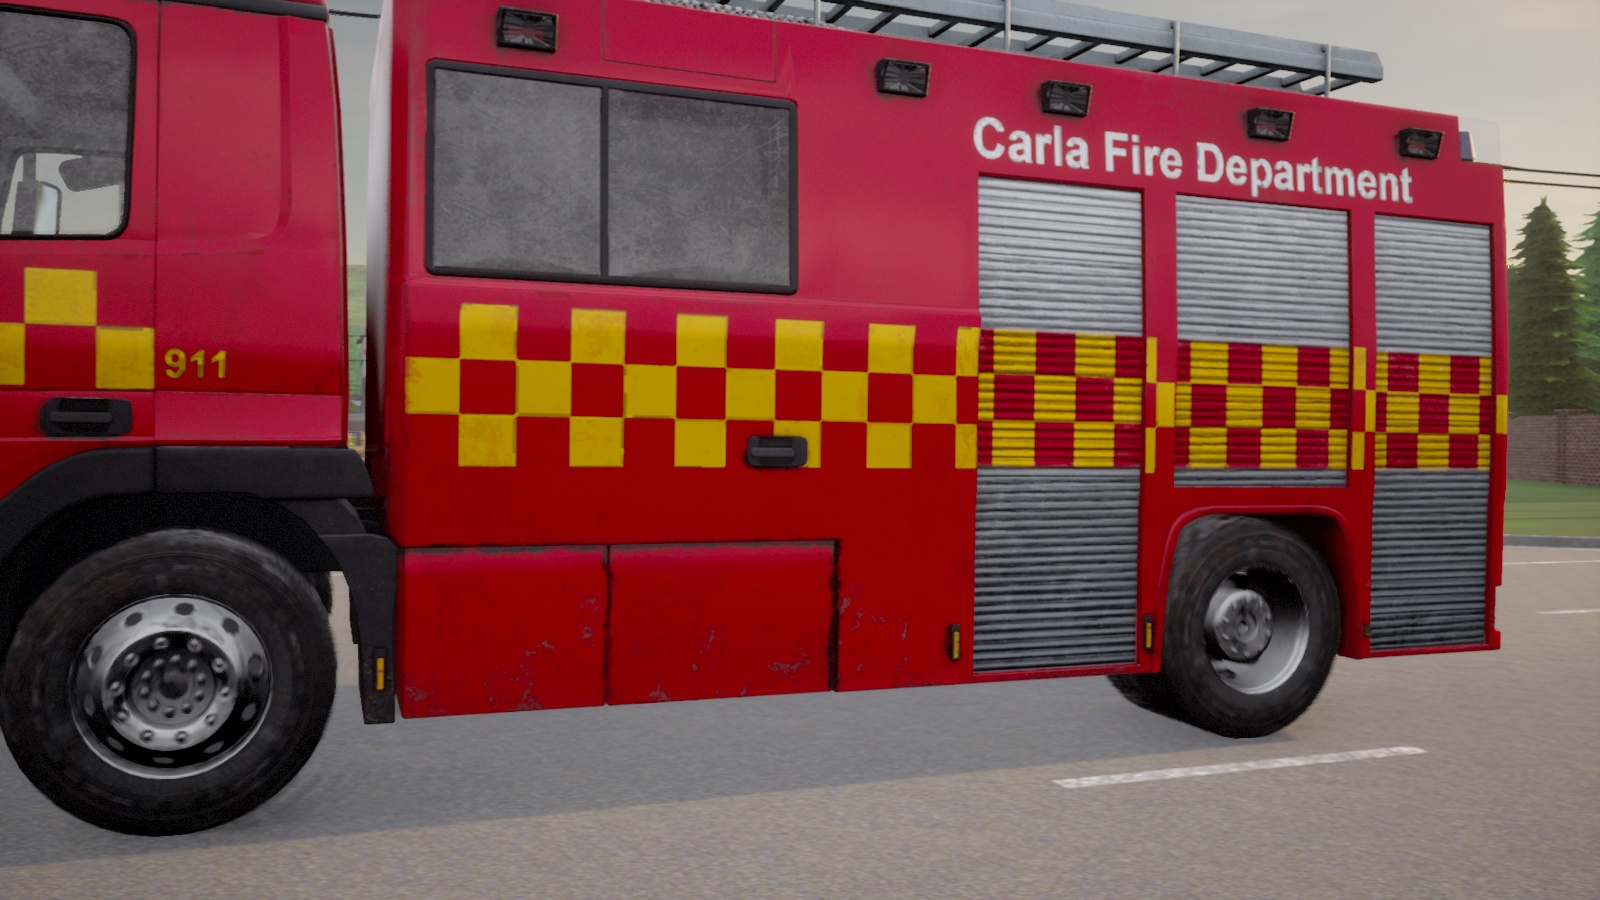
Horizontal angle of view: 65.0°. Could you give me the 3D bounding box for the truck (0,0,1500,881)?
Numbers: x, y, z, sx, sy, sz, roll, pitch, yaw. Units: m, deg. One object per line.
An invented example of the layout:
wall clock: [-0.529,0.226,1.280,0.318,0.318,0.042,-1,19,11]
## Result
truck: [-0.638,-0.456,6.726,8.468,3.827,2.891,-1,1,-21]
